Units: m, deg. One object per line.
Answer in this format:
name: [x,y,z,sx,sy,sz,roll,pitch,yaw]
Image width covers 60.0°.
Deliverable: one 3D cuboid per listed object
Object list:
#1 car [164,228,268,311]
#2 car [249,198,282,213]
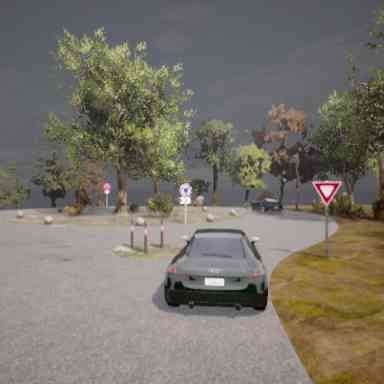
car: [0.640,1.539,7.824,1.994,1.385,4.181,0,0,7]
car: [7.736,1.365,35.275,1.882,1.535,5.008,1,0,-13]
